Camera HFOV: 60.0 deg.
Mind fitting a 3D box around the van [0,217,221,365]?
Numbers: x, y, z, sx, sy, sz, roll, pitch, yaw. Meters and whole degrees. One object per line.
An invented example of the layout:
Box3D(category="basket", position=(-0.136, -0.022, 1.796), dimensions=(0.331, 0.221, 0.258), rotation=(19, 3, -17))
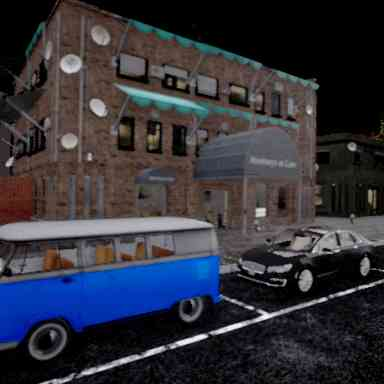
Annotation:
Box3D(category="van", position=(-1.371, 1.356, 5.569), dimensions=(3.998, 1.788, 1.690), rotation=(1, 0, -36))

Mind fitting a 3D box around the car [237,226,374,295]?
Box3D(category="car", position=(3.136, 1.607, 8.793), dimensions=(4.403, 1.369, 2.008), rotation=(1, 0, -36))
